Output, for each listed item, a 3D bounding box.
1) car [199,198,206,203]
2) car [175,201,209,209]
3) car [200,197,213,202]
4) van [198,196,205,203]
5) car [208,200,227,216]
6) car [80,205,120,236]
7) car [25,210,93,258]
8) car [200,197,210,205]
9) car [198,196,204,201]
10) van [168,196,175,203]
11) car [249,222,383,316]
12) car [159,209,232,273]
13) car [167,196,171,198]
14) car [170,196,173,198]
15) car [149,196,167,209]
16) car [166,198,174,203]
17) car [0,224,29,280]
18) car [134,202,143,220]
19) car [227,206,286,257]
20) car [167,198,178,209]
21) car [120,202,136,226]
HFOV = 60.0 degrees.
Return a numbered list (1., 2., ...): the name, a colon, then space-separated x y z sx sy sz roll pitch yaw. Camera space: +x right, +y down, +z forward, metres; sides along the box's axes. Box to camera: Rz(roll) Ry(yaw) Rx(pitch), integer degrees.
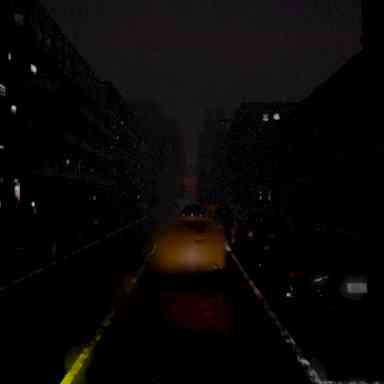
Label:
1. car: 2.673 2.248 87.163 1.802 1.307 4.206 0 -1 0
2. car: 0.037 1.719 26.160 2.033 1.411 5.357 0 0 0
3. car: 2.351 1.753 40.665 1.882 1.535 5.008 0 0 0
4. van: 2.673 2.061 92.853 1.690 1.788 3.998 0 -1 0
5. car: 2.689 1.727 30.433 1.752 1.417 4.829 0 0 0
6. car: -5.688 1.562 18.887 1.967 1.590 4.097 0 0 0
7. car: -5.688 1.629 13.196 1.887 1.381 4.507 0 0 0
8. car: 2.679 1.955 70.094 1.967 1.590 4.097 0 0 0
9. car: 2.683 1.734 58.715 2.192 1.841 5.009 0 0 0
10. van: -5.706 2.060 92.853 1.690 1.788 3.998 0 -1 0
11. car: 2.694 1.613 7.503 1.947 1.339 4.313 0 0 0
12. car: 0.040 1.548 11.017 1.882 1.535 5.008 0 -1 0
13. car: -5.700 2.017 64.404 2.008 1.369 4.403 0 0 0
14. car: -5.701 1.954 70.095 1.967 1.590 4.097 0 0 0
15. car: -5.696 1.686 53.025 2.192 1.841 5.009 0 0 0
16. car: -5.707 2.189 86.994 1.752 1.417 4.829 0 -1 0
17. car: -5.686 1.629 7.505 1.802 1.307 4.206 0 0 0
18. car: -5.691 1.640 30.265 1.967 1.590 4.097 0 0 0
19. car: 2.694 1.524 13.195 1.967 1.590 4.097 0 0 0
20. car: -3.082 1.977 53.582 1.895 1.301 4.718 0 0 0
21. car: -5.690 1.705 24.575 1.887 1.381 4.507 0 0 0
